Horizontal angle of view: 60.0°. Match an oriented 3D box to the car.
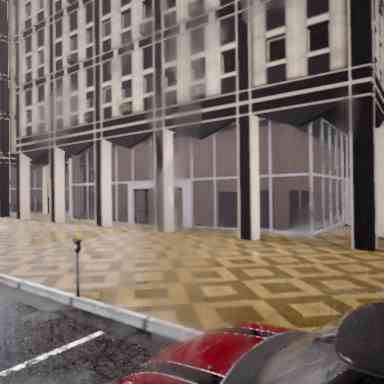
[{"bbox_3d":[1.222,1.440,1.863,4.097,1.590,1.967,0,-1,36],"label":"car"}]
